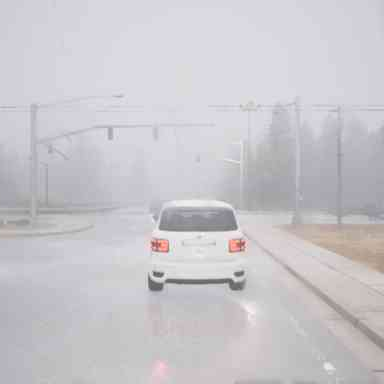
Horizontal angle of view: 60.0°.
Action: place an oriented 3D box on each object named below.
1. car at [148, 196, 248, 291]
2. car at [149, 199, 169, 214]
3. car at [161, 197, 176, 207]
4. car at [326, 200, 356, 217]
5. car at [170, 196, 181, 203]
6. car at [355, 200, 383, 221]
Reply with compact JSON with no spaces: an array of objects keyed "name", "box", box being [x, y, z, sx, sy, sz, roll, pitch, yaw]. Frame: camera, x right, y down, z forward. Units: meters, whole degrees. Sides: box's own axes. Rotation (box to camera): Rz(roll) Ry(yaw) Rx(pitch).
[{"name":"car","box":[0.067,1.214,9.137,2.150,2.045,5.566,0,0,-2]},{"name":"car","box":[-3.470,1.554,35.842,1.994,1.385,4.181,0,0,-3]},{"name":"car","box":[-3.578,1.541,51.471,1.994,1.385,4.181,0,0,0]},{"name":"car","box":[14.898,1.505,30.544,4.902,1.511,2.128,0,0,1]},{"name":"car","box":[-3.365,1.519,68.608,2.033,1.411,5.357,0,0,1]},{"name":"car","box":[16.352,1.507,26.793,4.902,1.511,2.128,0,0,1]}]
